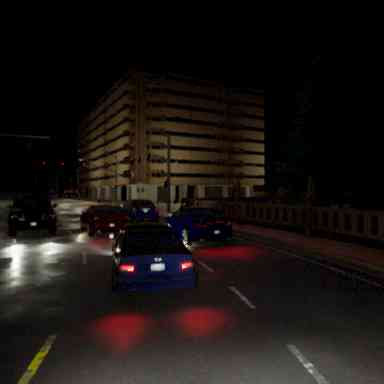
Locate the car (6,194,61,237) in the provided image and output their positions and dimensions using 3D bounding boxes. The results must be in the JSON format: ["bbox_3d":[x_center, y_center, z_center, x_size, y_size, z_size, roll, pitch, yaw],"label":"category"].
[{"bbox_3d":[-8.728,1.178,18.165,2.150,2.045,5.566,0,0,-27],"label":"car"}]

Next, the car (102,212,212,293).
[{"bbox_3d":[-1.229,1.525,9.014,2.033,1.411,5.357,0,0,-13],"label":"car"}]

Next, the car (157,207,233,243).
[{"bbox_3d":[0.079,1.439,15.471,1.882,1.535,5.008,0,0,-21],"label":"car"}]

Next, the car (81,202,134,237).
[{"bbox_3d":[-4.875,1.432,18.141,1.882,1.535,5.008,0,0,-25],"label":"car"}]

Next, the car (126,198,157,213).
[{"bbox_3d":[-4.063,1.291,24.289,2.097,1.767,4.553,0,0,-27],"label":"car"}]
